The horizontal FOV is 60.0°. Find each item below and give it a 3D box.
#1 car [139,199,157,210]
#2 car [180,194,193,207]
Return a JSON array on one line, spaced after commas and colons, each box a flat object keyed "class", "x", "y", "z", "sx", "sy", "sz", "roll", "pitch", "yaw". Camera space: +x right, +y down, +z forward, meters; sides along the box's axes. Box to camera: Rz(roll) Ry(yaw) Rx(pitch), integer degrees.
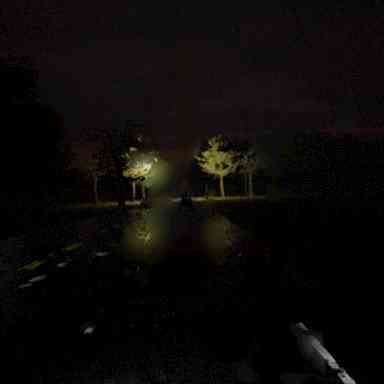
[{"class": "car", "x": -6.229, "y": 1.792, "z": 47.369, "sx": 1.812, "sy": 1.442, "sz": 4.674, "roll": -2, "pitch": 0, "yaw": 6}, {"class": "car", "x": -0.911, "y": 1.560, "z": 52.366, "sx": 2.128, "sy": 1.511, "sz": 4.902, "roll": -2, "pitch": 0, "yaw": -1}]
